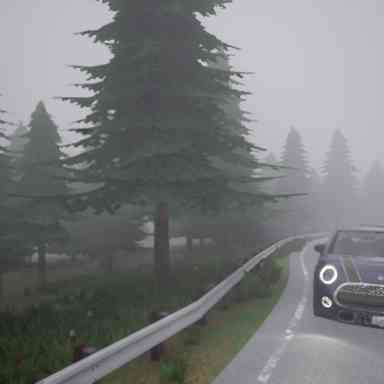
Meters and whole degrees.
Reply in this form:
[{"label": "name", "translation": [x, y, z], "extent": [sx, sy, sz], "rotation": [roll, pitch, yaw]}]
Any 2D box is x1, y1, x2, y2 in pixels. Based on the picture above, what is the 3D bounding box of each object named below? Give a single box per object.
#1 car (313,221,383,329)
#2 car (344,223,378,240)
[{"label": "car", "translation": [3.874, 1.555, 7.321], "extent": [2.097, 1.767, 4.553], "rotation": [0, -3, 23]}, {"label": "car", "translation": [15.868, 3.637, 31.032], "extent": [1.994, 1.385, 4.181], "rotation": [0, -4, 39]}]
